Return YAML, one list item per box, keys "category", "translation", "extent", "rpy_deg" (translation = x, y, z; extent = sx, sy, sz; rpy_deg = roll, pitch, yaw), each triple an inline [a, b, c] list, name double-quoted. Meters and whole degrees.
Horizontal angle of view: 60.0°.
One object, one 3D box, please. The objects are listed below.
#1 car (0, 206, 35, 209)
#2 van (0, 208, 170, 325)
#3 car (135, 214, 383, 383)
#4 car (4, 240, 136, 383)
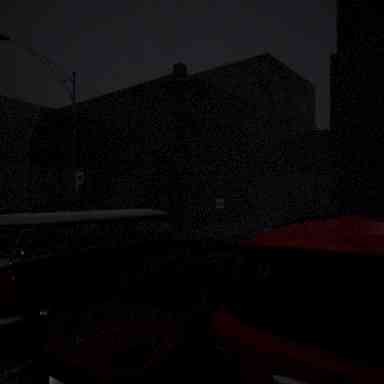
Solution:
- category: "car"
  translation: [-4.516, 1.388, 8.647]
  extent: [2.435, 2.045, 5.566]
  rpy_deg: [-1, -1, 36]
- category: "van"
  translation: [-2.346, 1.377, 6.908]
  extent: [1.878, 1.987, 4.442]
  rpy_deg: [-1, -1, 36]
- category: "car"
  translation: [2.254, 1.275, 3.784]
  extent: [2.435, 2.045, 5.566]
  rpy_deg: [-1, -1, 36]
- category: "car"
  translation: [0.069, 1.594, 5.282]
  extent: [2.163, 1.488, 4.792]
  rpy_deg: [-1, -1, 36]
